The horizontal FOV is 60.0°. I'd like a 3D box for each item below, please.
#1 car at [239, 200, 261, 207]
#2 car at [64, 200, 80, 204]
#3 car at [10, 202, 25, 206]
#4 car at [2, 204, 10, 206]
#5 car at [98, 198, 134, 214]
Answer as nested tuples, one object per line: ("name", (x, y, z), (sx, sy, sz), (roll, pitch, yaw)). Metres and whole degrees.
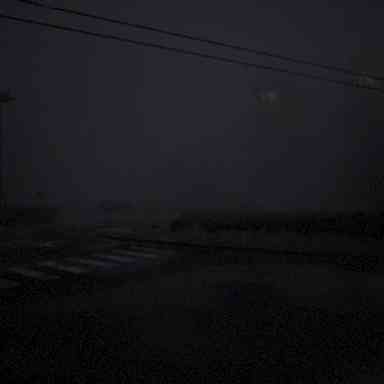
("car", (8.506, 2.023, 48.729), (2.242, 1.667, 4.611), (-1, -1, 31))
("car", (-24.126, 2.417, 67.590), (1.816, 1.474, 4.193), (-1, -1, 31))
("car", (-29.708, 2.346, 55.938), (1.784, 1.438, 3.905), (-1, -1, 31))
("car", (-30.641, 2.269, 50.606), (4.902, 1.511, 2.128), (-1, -1, 26))
("car", (-10.327, 1.915, 44.553), (1.932, 1.855, 4.605), (-1, -1, 31))
